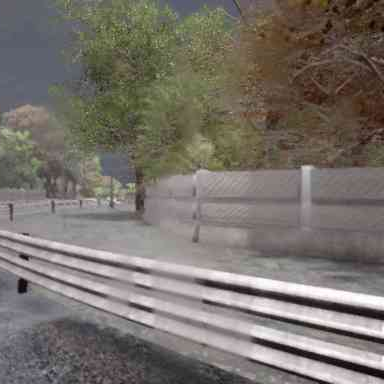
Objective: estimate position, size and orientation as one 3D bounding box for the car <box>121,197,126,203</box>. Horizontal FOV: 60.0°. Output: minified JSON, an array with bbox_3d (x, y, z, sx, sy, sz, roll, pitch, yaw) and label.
[{"bbox_3d":[-18.806,2.037,88.231,2.097,1.767,4.553,1,-1,-1],"label":"car"}]

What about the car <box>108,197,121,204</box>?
[{"bbox_3d":[-18.629,1.897,77.948,1.882,1.535,5.008,1,-1,-1],"label":"car"}]
